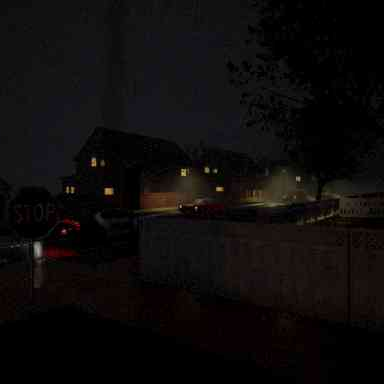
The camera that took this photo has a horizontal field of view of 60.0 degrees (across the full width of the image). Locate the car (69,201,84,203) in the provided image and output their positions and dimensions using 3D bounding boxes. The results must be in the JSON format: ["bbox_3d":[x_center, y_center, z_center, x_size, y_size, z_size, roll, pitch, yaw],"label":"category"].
[{"bbox_3d":[-6.004,1.282,16.852,1.837,1.490,4.892,2,2,34],"label":"car"}]

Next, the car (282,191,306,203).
[{"bbox_3d":[13.709,0.616,44.626,2.097,1.767,4.553,2,2,36],"label":"car"}]

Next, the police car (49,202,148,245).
[{"bbox_3d":[-3.704,1.367,15.223,2.038,1.542,4.974,2,2,35],"label":"police car"}]

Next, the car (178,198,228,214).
[{"bbox_3d":[0.960,1.194,26.751,1.895,1.301,4.718,2,2,35],"label":"car"}]
